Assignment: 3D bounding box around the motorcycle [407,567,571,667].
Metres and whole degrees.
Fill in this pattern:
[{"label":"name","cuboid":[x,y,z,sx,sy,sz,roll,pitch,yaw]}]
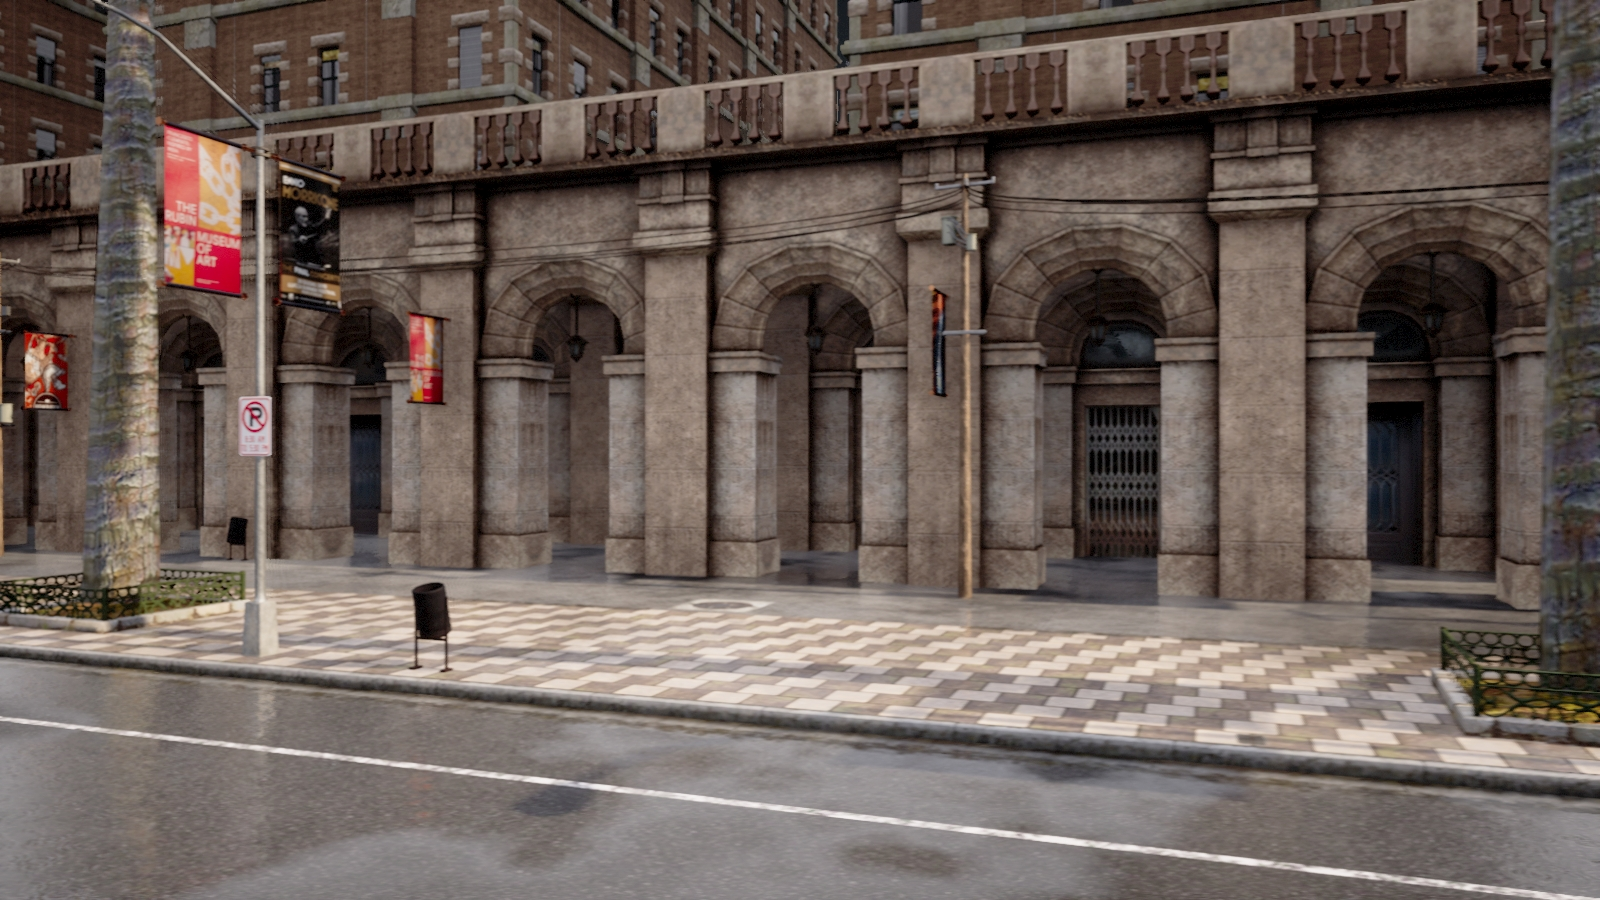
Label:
[{"label":"motorcycle","cuboid":[-4.180,2.214,15.381,2.033,1.145,0.803,0,0,20]}]
